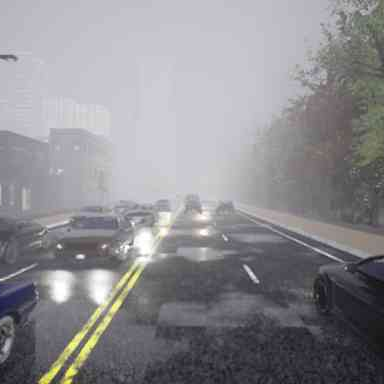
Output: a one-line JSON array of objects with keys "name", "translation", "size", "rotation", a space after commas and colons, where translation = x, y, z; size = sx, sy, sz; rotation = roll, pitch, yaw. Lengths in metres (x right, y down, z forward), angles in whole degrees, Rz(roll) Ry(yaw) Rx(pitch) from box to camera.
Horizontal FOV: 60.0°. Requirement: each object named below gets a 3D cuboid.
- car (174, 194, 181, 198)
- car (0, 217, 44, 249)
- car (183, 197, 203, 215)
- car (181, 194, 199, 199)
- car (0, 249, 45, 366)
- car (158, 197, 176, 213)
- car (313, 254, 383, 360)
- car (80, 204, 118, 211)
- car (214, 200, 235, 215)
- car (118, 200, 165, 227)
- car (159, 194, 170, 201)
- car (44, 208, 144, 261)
[{"name": "car", "translation": [-3.225, 1.225, 77.703], "size": [1.837, 1.490, 4.892], "rotation": [0, 0, 0]}, {"name": "car", "translation": [-6.605, 1.577, 11.587], "size": [1.994, 1.385, 4.181], "rotation": [0, 0, -1]}, {"name": "car", "translation": [0.101, 1.543, 34.959], "size": [1.837, 1.490, 4.892], "rotation": [0, 0, 0]}, {"name": "car", "translation": [0.024, 1.273, 46.262], "size": [2.150, 2.045, 5.566], "rotation": [0, 0, 0]}, {"name": "car", "translation": [-3.351, 1.605, 2.999], "size": [1.895, 1.301, 4.718], "rotation": [0, 0, 0]}, {"name": "car", "translation": [-3.243, 1.554, 38.309], "size": [1.837, 1.490, 4.892], "rotation": [0, 0, 0]}, {"name": "car", "translation": [3.350, 1.569, 4.840], "size": [1.994, 1.385, 4.181], "rotation": [0, 0, 0]}, {"name": "car", "translation": [-6.576, 1.573, 22.637], "size": [2.033, 1.411, 5.357], "rotation": [0, 0, 0]}, {"name": "car", "translation": [3.362, 1.530, 34.583], "size": [2.128, 1.511, 4.902], "rotation": [0, 0, 0]}, {"name": "car", "translation": [-3.324, 1.516, 22.782], "size": [2.128, 1.511, 4.902], "rotation": [0, 0, 0]}, {"name": "car", "translation": [-6.475, 1.250, 77.704], "size": [2.128, 1.511, 4.902], "rotation": [0, 0, 0]}, {"name": "car", "translation": [-3.345, 1.562, 12.651], "size": [2.033, 1.411, 5.357], "rotation": [0, 0, 0]}]
